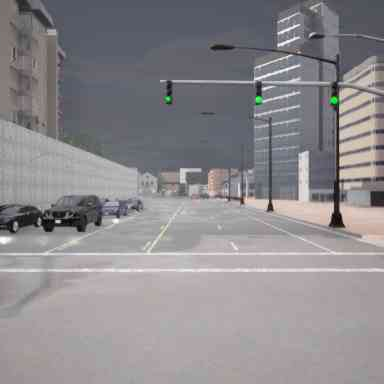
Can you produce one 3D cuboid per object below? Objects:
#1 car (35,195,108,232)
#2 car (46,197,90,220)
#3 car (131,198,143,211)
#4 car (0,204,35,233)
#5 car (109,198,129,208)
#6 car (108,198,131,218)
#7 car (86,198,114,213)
[{"bbox_3d":[-7.107,1.220,20.401,2.150,2.045,5.566,0,0,0],"label":"car"},{"bbox_3d":[-10.615,1.350,28.837,2.097,1.767,4.553,0,0,0],"label":"car"},{"bbox_3d":[-7.111,1.489,40.384,2.128,1.511,4.902,0,0,0],"label":"car"},{"bbox_3d":[-10.610,1.504,19.769,1.837,1.490,4.892,0,0,0],"label":"car"},{"bbox_3d":[-10.581,1.598,48.715,1.895,1.301,4.718,0,0,0],"label":"car"},{"bbox_3d":[-7.114,1.524,30.042,1.812,1.442,4.674,0,0,0],"label":"car"},{"bbox_3d":[-10.614,1.503,38.655,1.837,1.490,4.892,0,0,0],"label":"car"}]
